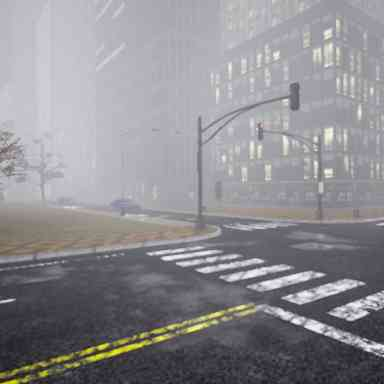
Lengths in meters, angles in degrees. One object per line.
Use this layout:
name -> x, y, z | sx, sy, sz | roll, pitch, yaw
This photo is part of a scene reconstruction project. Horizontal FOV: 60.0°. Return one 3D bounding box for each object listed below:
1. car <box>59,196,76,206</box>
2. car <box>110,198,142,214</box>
car -> -20.216, 1.398, 53.830 | 2.128, 1.511, 4.902 | -1, 0, -35
car -> -6.998, 1.383, 34.899 | 1.882, 1.535, 5.008 | -1, 0, -35
